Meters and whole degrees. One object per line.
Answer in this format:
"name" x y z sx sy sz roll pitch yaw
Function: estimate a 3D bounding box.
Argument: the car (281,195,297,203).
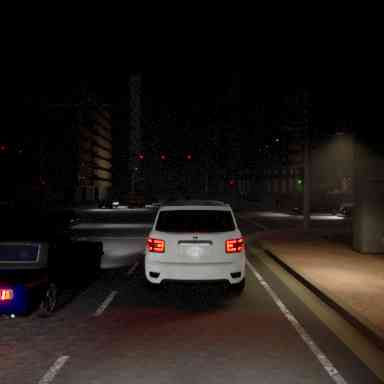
"car" 18.817 1.395 64.543 1.970 1.475 3.806 0 0 0

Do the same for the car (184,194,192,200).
"car" -0.990 1.303 85.825 1.882 1.535 5.008 0 0 0

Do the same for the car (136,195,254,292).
"car" 0.093 1.221 9.100 2.150 2.045 5.566 0 0 1

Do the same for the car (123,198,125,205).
"car" -11.439 1.601 55.297 1.895 1.301 4.718 0 0 0

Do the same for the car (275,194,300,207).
"car" 13.236 1.153 47.125 1.932 1.855 4.605 0 0 0

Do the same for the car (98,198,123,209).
"car" -11.407 1.547 45.705 2.033 1.411 5.357 0 0 0

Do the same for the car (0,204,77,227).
"car" -10.207 1.601 22.116 4.718 1.301 1.895 0 0 -1

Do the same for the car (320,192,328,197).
"car" 30.148 1.153 79.707 1.932 1.855 4.605 0 0 0

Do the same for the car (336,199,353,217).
"car" 15.449 1.564 29.361 4.181 1.385 1.994 0 0 1

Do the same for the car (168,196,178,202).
"car" -4.453 1.550 77.656 1.994 1.385 4.181 0 0 0

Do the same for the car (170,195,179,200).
"car" -4.490 1.378 85.809 1.994 1.385 4.181 0 0 0

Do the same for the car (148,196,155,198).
"car" -7.942 1.504 57.076 1.837 1.490 4.892 0 0 0

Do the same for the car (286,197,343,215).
"car" 12.294 1.505 32.896 4.892 1.490 1.837 0 0 0

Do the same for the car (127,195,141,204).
"car" -11.428 1.477 65.783 1.882 1.535 5.008 0 0 0

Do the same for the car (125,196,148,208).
"car" -7.912 1.477 47.804 1.882 1.535 5.008 0 0 0

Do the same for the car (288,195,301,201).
"car" 24.570 1.395 79.651 1.970 1.475 3.806 0 0 0

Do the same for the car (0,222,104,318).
"car" -3.420 1.601 7.348 1.895 1.301 4.718 0 0 1

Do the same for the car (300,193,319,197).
"car" 16.130 1.156 47.073 1.905 1.878 3.866 0 0 0
